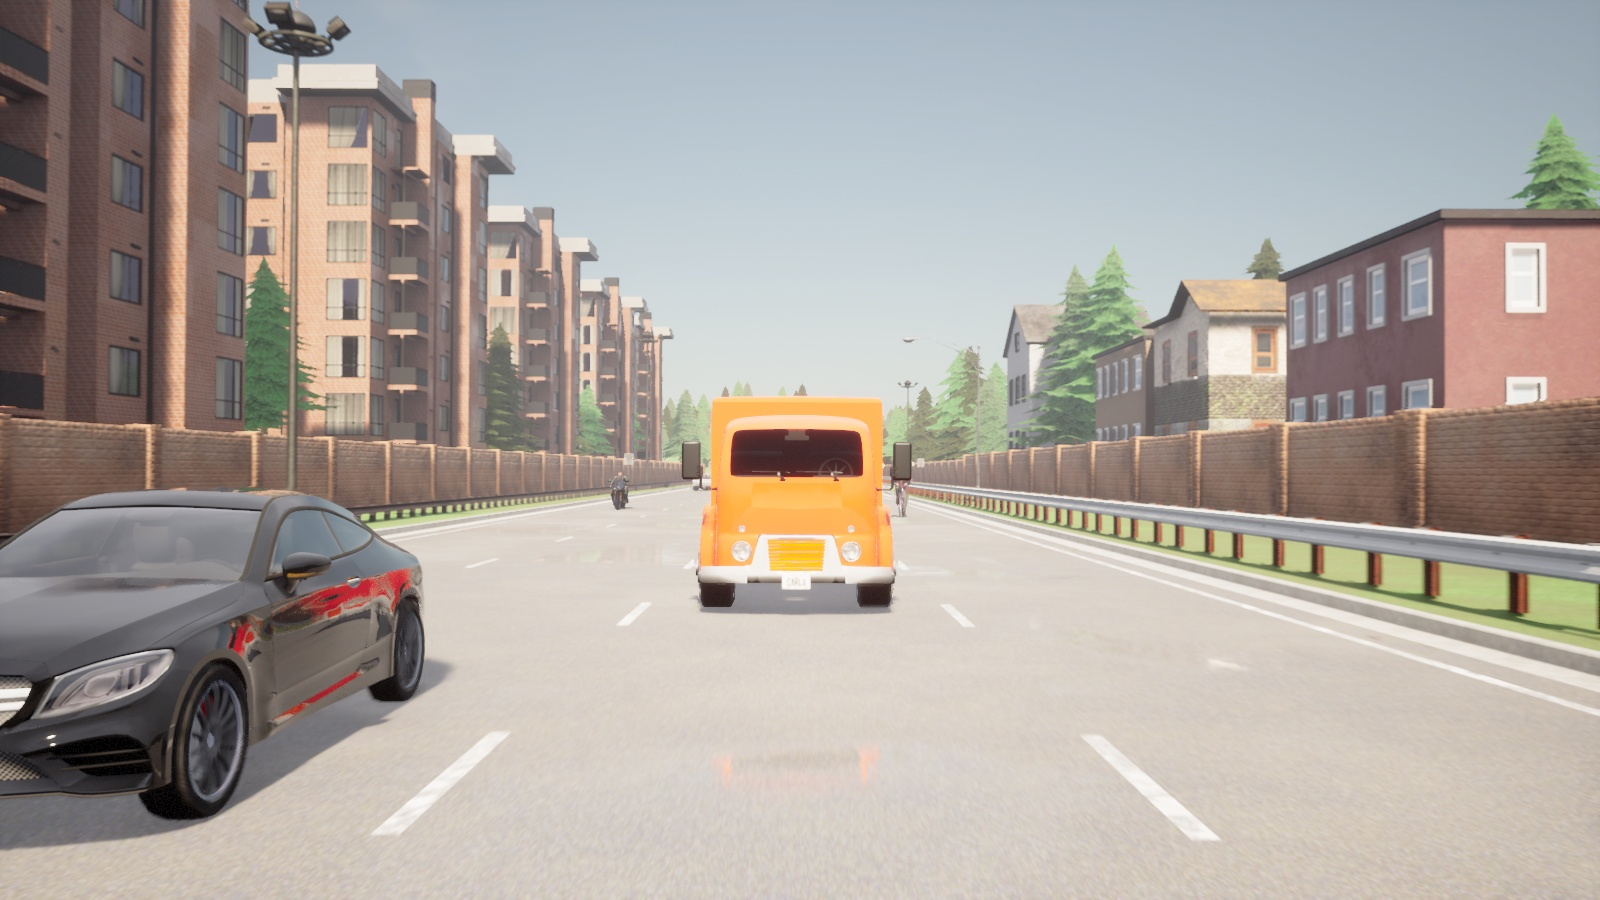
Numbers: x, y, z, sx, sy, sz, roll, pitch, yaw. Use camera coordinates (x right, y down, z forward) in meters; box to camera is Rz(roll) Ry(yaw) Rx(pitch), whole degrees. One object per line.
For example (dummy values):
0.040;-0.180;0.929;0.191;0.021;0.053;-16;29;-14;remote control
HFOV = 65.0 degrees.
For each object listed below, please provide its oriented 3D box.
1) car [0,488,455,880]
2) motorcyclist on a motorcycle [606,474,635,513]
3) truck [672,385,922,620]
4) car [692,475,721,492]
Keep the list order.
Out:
-3.512;0.974;7.179;1.812;1.442;4.674;0;-1;0;car
-7.121;1.712;49.862;0.866;1.530;2.191;0;-1;0;motorcyclist on a motorcycle
-0.040;0.592;15.822;2.627;2.467;5.204;0;-1;0;truck
-7.226;2.567;97.108;1.895;1.301;4.718;0;-1;0;car
